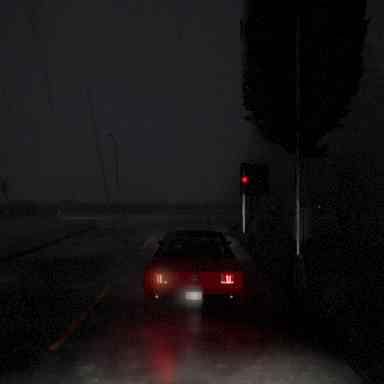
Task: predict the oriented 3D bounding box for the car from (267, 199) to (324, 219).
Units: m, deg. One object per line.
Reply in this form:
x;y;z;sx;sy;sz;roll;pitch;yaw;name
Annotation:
8.929;1.351;28.755;4.553;1.767;2.097;0;0;0;car

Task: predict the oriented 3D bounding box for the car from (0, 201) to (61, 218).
-13.995;1.491;28.844;4.902;1.511;2.128;0;0;0;car

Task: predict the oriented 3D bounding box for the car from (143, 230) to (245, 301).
0.064;1.601;8.276;1.895;1.301;4.718;0;0;1;car
